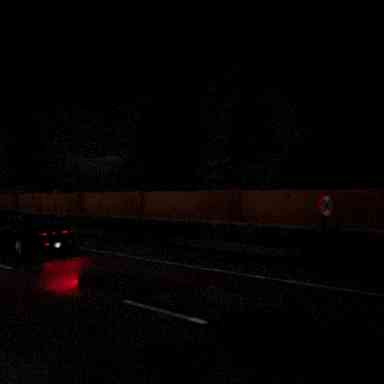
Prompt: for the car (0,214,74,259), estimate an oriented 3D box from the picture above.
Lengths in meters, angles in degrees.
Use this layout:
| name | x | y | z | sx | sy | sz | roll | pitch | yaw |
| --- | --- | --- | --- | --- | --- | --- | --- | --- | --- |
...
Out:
| name | x | y | z | sx | sy | sz | roll | pitch | yaw |
| --- | --- | --- | --- | --- | --- | --- | --- | --- | --- |
| car | -6.625 | 1.643 | 13.402 | 4.892 | 1.490 | 1.837 | 0 | 0 | 40 |
